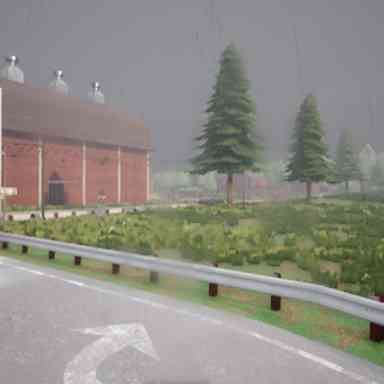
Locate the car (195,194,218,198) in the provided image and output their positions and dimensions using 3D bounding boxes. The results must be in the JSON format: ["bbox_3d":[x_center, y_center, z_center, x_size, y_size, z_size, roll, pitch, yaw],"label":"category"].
[{"bbox_3d":[2.901,1.407,50.486,2.033,1.411,5.357,0,0,37],"label":"car"}]

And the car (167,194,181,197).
[{"bbox_3d":[-4.693,1.199,86.062,1.816,1.474,4.193,0,0,36],"label":"car"}]
